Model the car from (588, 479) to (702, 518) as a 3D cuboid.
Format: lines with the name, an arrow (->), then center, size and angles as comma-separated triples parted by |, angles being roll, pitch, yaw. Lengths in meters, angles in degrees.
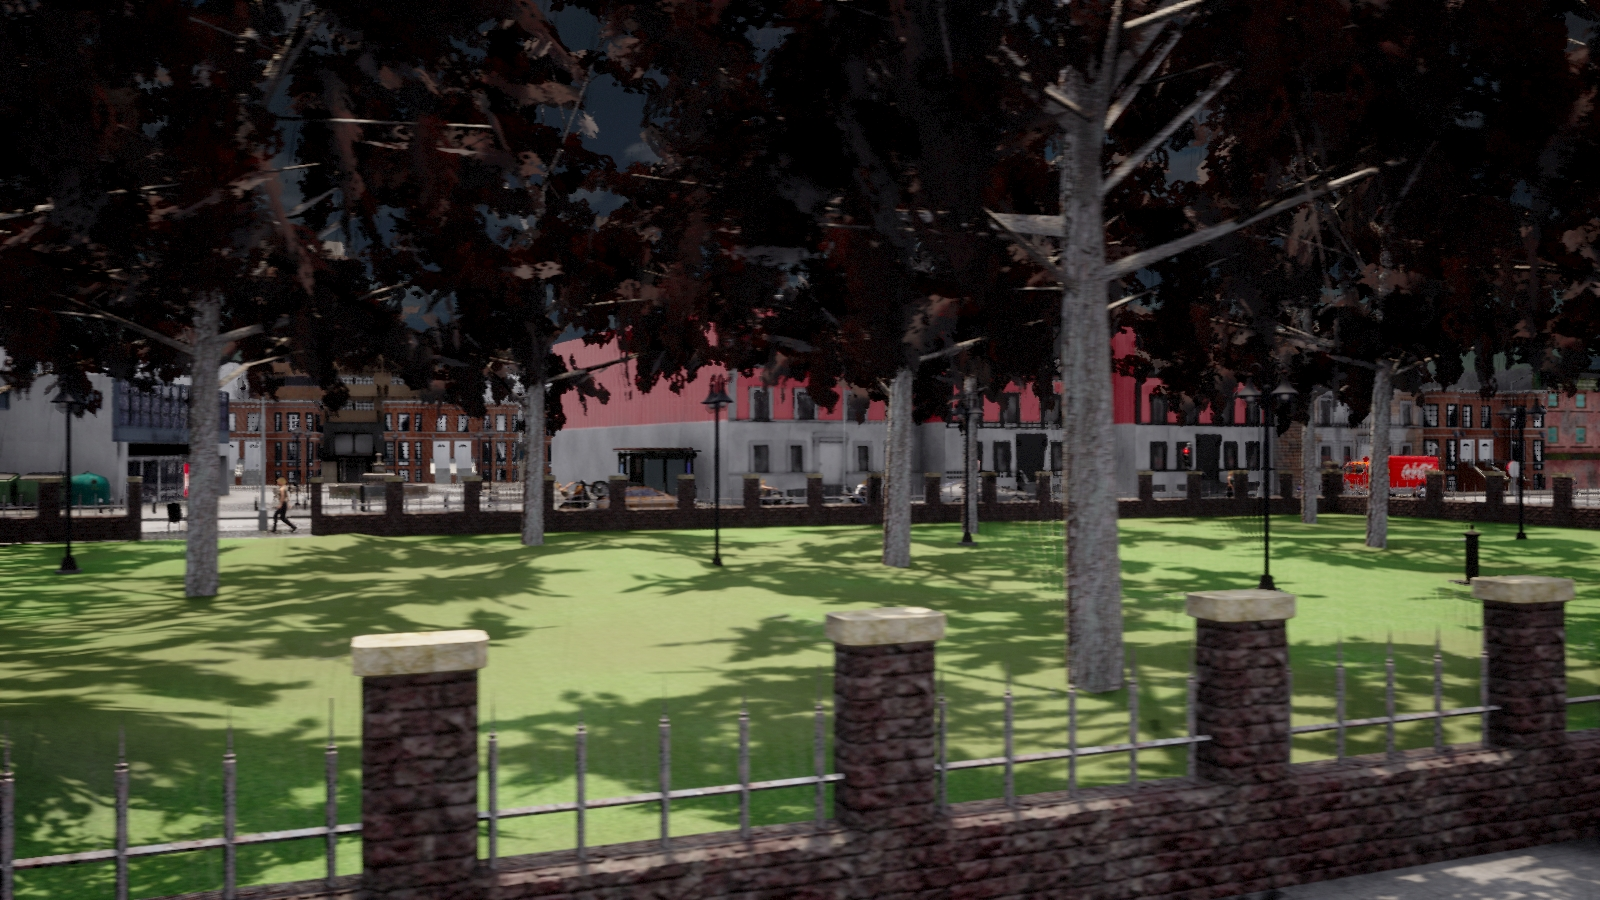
car -> -6.186, 1.911, 45.493 | 4.181, 1.385, 1.994 | -1, 0, -19

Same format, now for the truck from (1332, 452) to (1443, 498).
truck -> 32.798, 1.351, 63.804 | 5.204, 2.467, 2.627 | 0, 0, -20

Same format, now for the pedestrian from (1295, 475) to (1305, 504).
pedestrian -> 22.810, 1.806, 52.108 | 0.375, 1.300, 0.375 | 0, 0, 35

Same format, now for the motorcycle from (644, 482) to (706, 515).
motorcycle -> -5.031, 1.950, 45.912 | 2.356, 1.277, 0.764 | 0, 0, -20

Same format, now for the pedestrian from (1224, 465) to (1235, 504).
pedestrian -> 20.287, 1.629, 53.964 | 0.375, 1.860, 0.375 | 0, 0, 40

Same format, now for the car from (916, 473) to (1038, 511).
car -> 7.830, 1.828, 50.530 | 4.902, 1.511, 2.128 | 0, 0, -20

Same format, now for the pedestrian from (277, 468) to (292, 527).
pedestrian -> -16.573, 1.523, 36.730 | 0.375, 1.860, 0.375 | 0, 0, -17
